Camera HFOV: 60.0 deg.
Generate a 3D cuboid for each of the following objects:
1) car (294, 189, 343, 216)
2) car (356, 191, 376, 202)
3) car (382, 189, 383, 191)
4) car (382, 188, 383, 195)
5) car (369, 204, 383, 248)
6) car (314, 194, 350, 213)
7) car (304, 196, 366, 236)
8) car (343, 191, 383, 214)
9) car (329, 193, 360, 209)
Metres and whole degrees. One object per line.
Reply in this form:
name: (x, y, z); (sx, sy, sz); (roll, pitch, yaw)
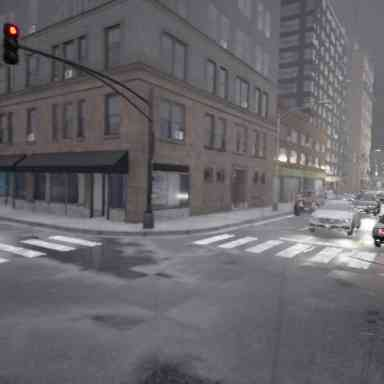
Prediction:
car: (8.772, 0.736, 23.394); (2.192, 1.841, 5.009); (3, 2, 34)
car: (24.212, 0.595, 46.174); (1.887, 1.381, 4.507); (3, 2, 34)
car: (30.390, 0.452, 55.283); (2.008, 1.369, 4.403); (3, 2, 34)
car: (45.839, -0.029, 78.052); (1.967, 1.590, 4.097); (3, 2, 34)
car: (8.173, 1.370, 12.708); (1.895, 1.301, 4.718); (3, 2, 34)
car: (11.854, 0.913, 27.957); (1.947, 1.339, 4.313); (3, 2, 34)
car: (7.130, 1.144, 16.346); (1.812, 1.442, 4.674); (3, 2, 33)
car: (13.377, 0.956, 25.617); (2.128, 1.511, 4.902); (3, 3, 34)
car: (14.944, 0.823, 32.511); (2.008, 1.369, 4.403); (3, 2, 34)
